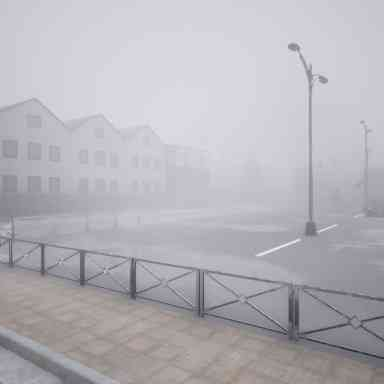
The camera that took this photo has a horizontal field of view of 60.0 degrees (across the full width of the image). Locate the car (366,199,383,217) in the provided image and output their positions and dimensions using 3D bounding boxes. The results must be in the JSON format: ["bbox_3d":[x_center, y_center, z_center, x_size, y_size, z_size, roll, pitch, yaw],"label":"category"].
[{"bbox_3d":[15.339,1.298,26.865,2.007,1.523,4.514,0,0,35],"label":"car"}]
